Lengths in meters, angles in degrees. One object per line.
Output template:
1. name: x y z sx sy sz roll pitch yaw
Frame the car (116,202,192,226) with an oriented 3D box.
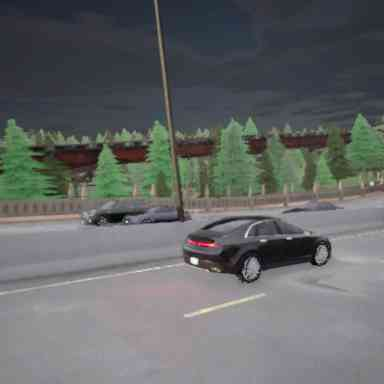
1. car: -1.991 1.468 19.685 4.181 1.385 1.994 -1 0 -35

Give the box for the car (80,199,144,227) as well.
1. car: -4.926 1.266 21.891 4.553 1.767 2.097 -1 0 -35

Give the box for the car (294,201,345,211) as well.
1. car: 8.471 1.360 22.806 5.357 1.411 2.033 -1 0 -36

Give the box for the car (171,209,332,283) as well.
1. car: 2.029 1.432 9.493 4.892 1.490 1.837 0 0 -35
